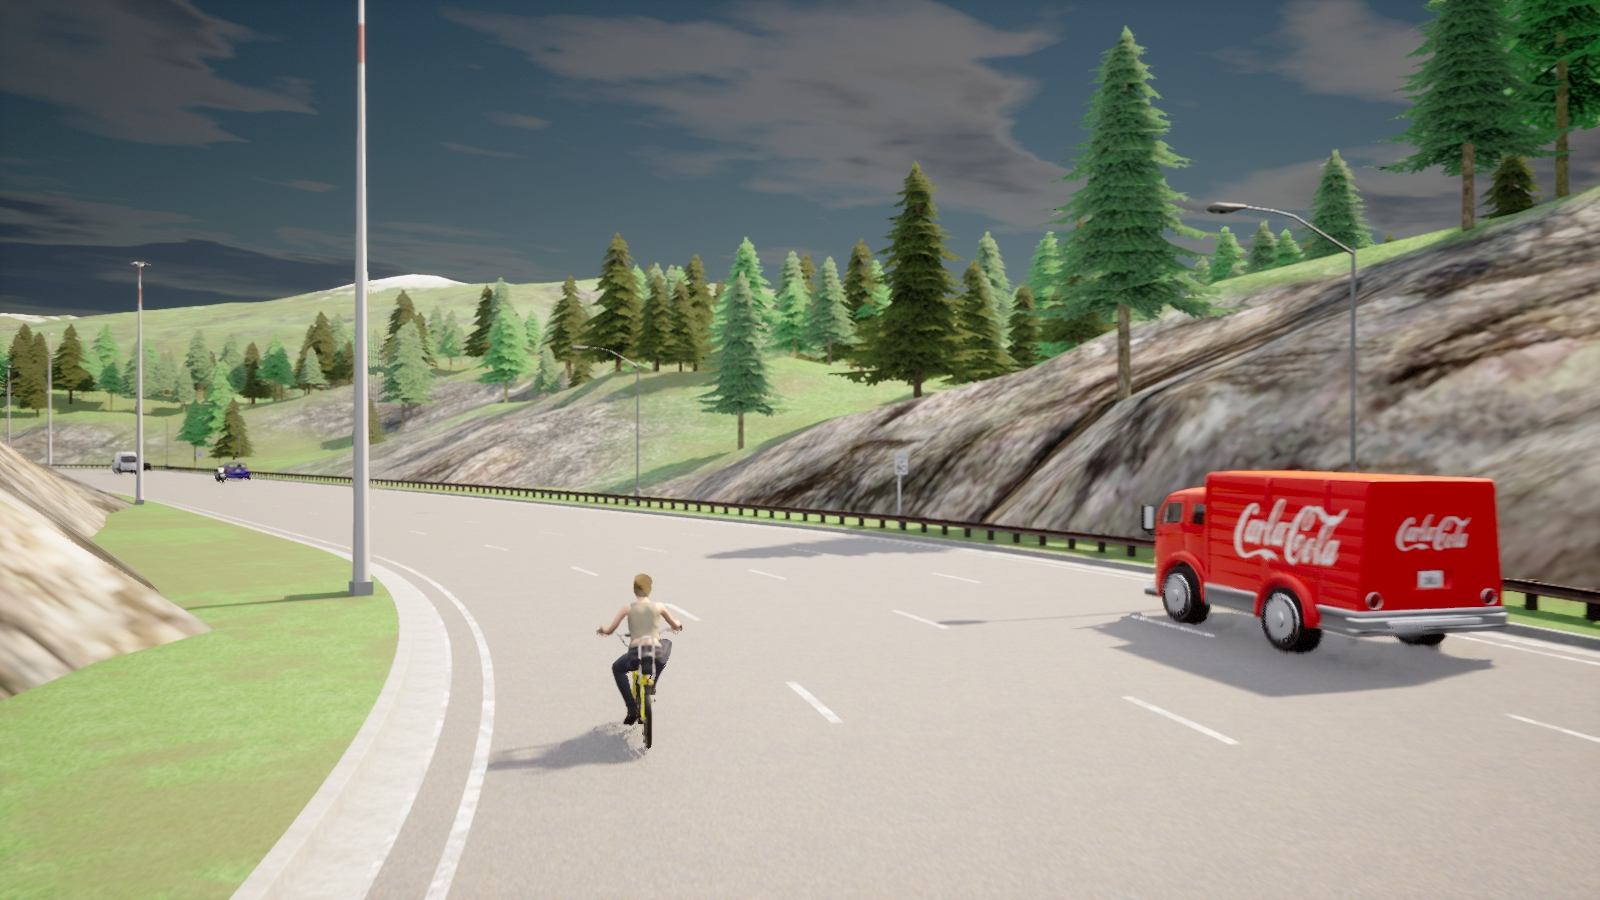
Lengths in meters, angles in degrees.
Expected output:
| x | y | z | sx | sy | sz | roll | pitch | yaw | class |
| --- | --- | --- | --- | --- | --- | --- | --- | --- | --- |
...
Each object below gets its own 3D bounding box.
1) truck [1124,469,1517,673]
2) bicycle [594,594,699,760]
| x | y | z | sx | sy | sz | roll | pitch | yaw | class |
| --- | --- | --- | --- | --- | --- | --- | --- | --- | --- |
| 7.456 | 1.561 | 17.173 | 2.627 | 2.467 | 5.204 | 0 | 0 | -16 | truck |
| -1.527 | 2.154 | 11.136 | 0.859 | 1.276 | 1.487 | -1 | 0 | -13 | bicycle |
